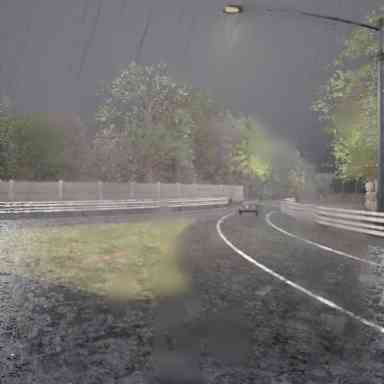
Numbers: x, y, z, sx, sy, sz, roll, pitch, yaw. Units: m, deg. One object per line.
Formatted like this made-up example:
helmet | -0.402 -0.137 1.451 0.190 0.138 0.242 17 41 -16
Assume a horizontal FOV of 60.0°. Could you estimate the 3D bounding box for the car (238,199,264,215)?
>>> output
car | 5.694 1.397 31.959 2.033 1.411 5.357 0 0 19
